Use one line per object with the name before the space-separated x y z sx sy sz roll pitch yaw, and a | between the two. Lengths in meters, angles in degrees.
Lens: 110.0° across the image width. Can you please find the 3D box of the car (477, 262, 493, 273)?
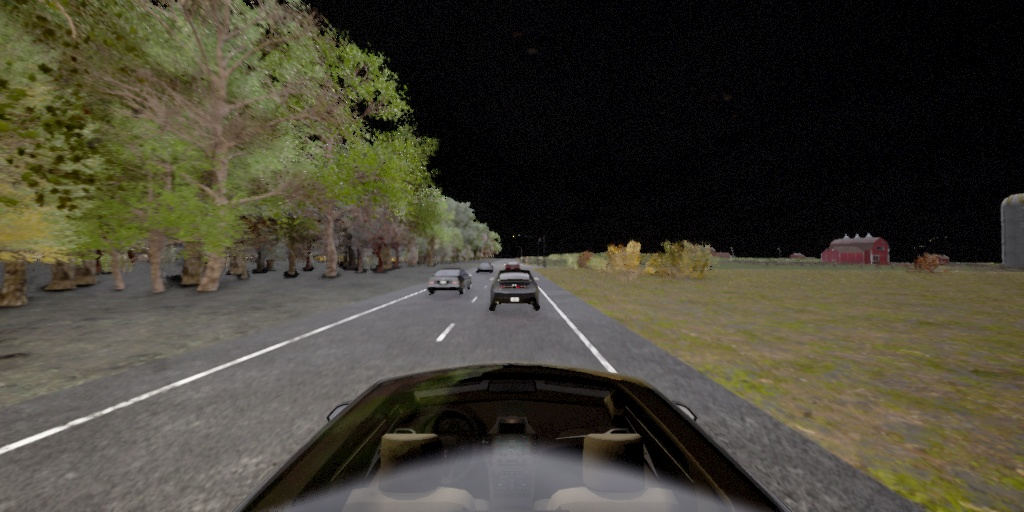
car | -3.413 1.439 46.130 1.994 1.385 4.181 0 0 0

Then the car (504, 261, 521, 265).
car | 0.088 1.349 44.567 1.882 1.535 5.008 0 0 0

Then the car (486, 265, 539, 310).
car | 0.095 1.294 15.003 1.837 1.490 4.892 0 0 0

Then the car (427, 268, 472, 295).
car | -3.407 1.354 20.255 2.033 1.411 5.357 0 0 0
